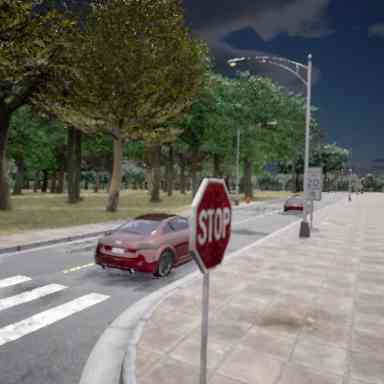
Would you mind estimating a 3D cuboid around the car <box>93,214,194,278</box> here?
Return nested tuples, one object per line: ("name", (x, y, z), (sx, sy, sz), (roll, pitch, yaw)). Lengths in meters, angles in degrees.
("car", (-0.800, 1.320, 9.600), (1.994, 1.385, 4.181), (2, 2, 28))

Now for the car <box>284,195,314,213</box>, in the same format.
("car", (9.268, 0.965, 28.597), (1.994, 1.385, 4.181), (2, 2, 28))
